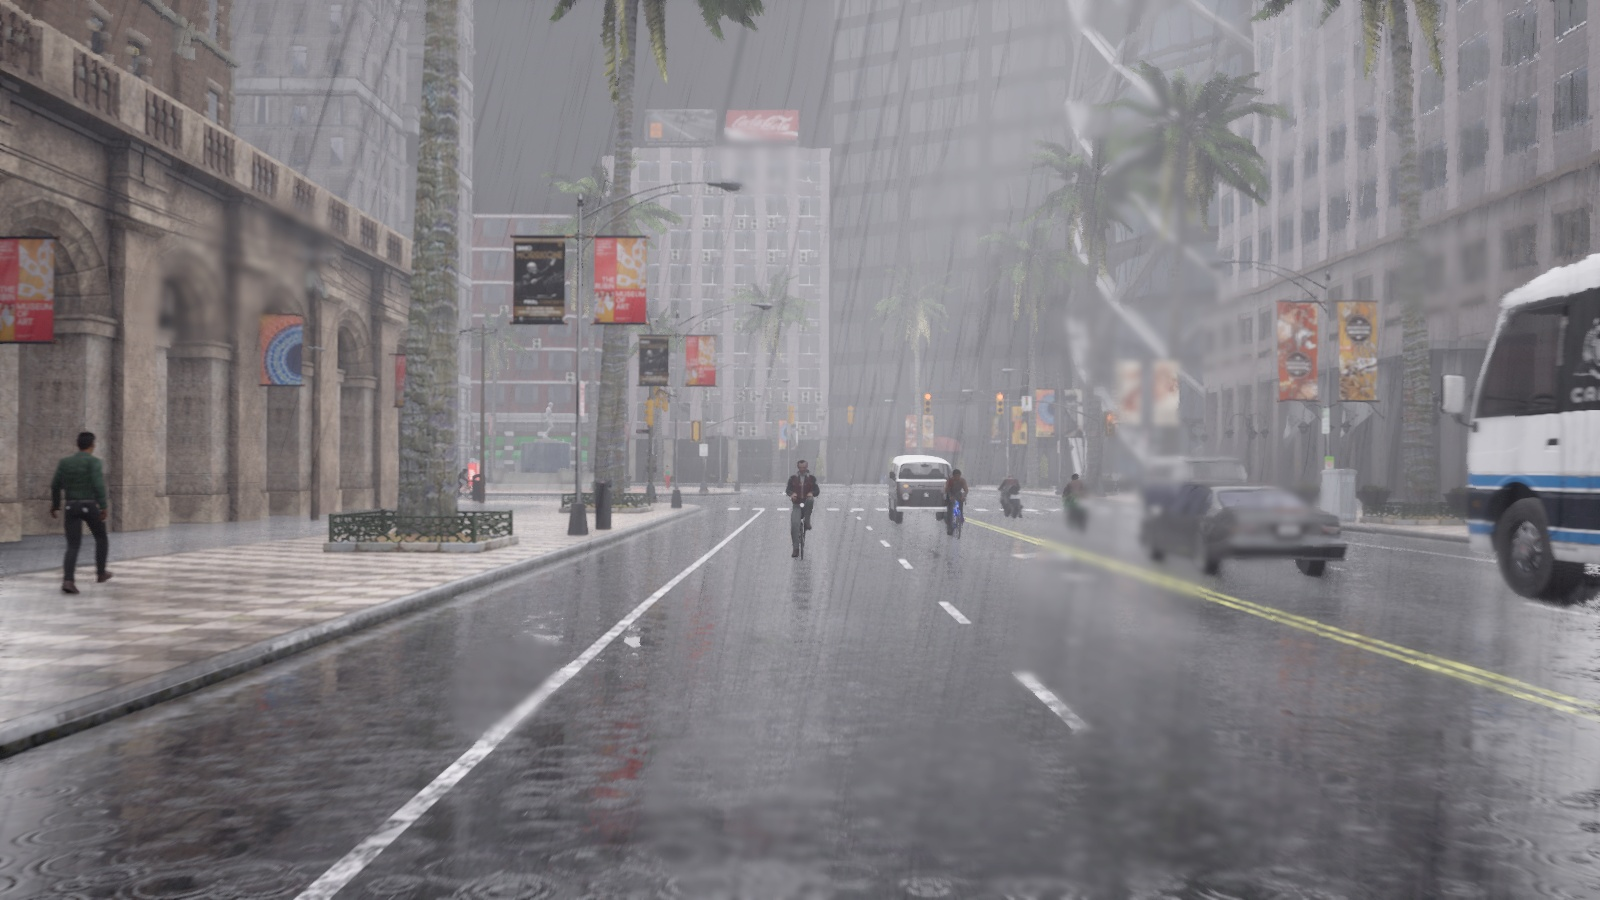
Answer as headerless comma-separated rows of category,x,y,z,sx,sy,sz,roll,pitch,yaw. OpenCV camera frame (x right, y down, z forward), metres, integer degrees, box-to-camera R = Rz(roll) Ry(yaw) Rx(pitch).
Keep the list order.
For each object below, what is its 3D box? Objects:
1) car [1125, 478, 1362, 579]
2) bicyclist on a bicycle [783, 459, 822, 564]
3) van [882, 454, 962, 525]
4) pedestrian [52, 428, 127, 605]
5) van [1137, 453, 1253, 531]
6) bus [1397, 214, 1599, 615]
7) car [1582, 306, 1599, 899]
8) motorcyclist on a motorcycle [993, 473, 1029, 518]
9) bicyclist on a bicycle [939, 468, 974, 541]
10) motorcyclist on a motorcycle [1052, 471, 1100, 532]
car,7.035,1.181,20.634,2.033,1.411,5.357,0,-1,1
bicyclist on a bicycle,0.048,1.058,22.186,0.659,1.776,1.843,0,-1,1
van,3.702,1.167,38.852,2.069,2.038,4.480,0,0,0
pedestrian,-8.061,0.743,14.262,0.423,1.949,0.788,0,-1,-3
van,10.664,1.100,34.230,1.775,1.987,4.442,0,-1,0
bus,10.469,-0.390,12.689,3.944,4.253,10.273,0,-1,0
car,3.496,0.538,1.072,2.150,2.045,5.566,0,-1,0
motorcyclist on a motorcycle,7.245,1.547,43.231,0.866,1.530,2.191,0,-1,0
bicyclist on a bicycle,3.601,1.240,28.966,0.582,1.620,1.656,0,-1,0
motorcyclist on a motorcycle,7.150,1.316,32.604,0.797,1.523,2.044,0,-1,1
